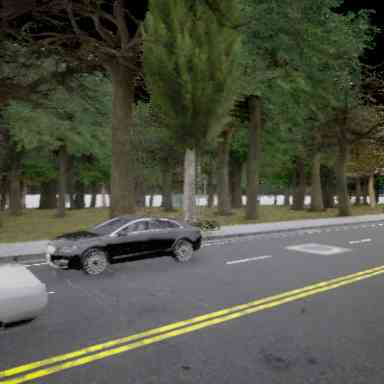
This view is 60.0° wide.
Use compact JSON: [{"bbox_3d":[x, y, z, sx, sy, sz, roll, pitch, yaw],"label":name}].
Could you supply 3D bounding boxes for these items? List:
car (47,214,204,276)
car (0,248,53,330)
[{"bbox_3d":[-1.898,1.481,10.414,4.902,1.511,2.128,0,0,-36],"label":"car"},{"bbox_3d":[-4.597,1.581,4.385,4.718,1.301,1.895,0,0,-36],"label":"car"}]
